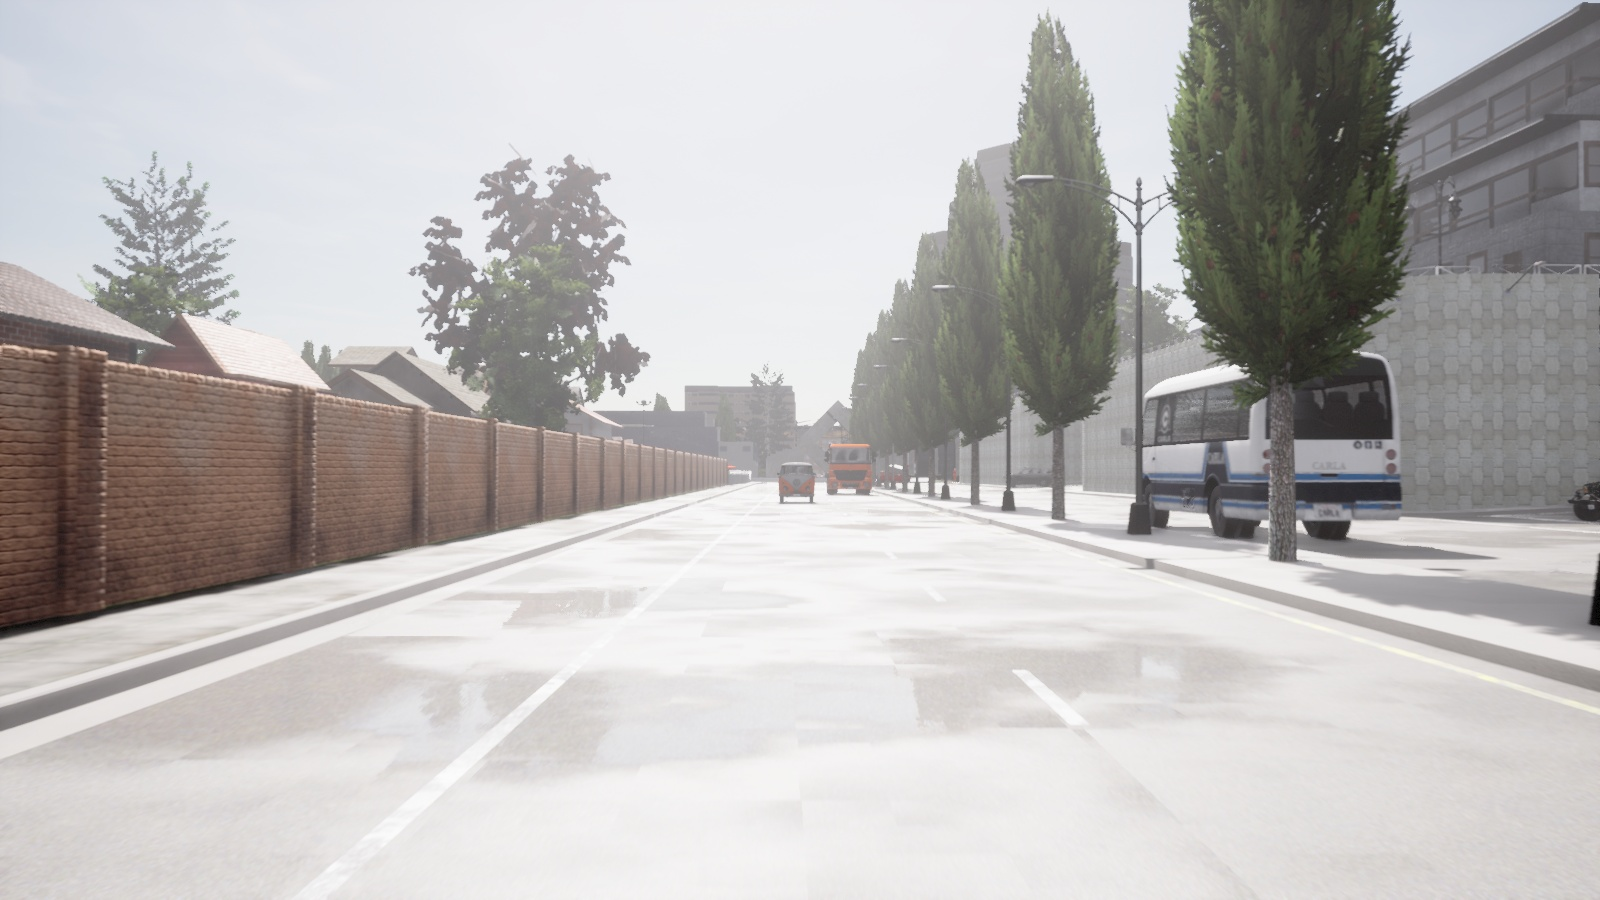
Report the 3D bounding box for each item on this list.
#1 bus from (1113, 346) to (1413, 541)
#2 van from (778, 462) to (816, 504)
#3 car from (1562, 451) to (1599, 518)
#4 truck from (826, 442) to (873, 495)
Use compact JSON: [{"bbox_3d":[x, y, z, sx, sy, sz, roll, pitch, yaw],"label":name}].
[{"bbox_3d":[11.414,-0.067,32.664,3.944,4.253,10.273,0,-1,0],"label":"bus"},{"bbox_3d":[-0.150,1.601,61.696,1.775,1.987,4.442,0,-1,0],"label":"van"},{"bbox_3d":[25.154,0.900,37.191,3.866,1.878,1.905,-5,-1,0],"label":"car"},{"bbox_3d":[3.289,1.253,85.622,2.891,3.462,7.936,0,-1,0],"label":"truck"}]
